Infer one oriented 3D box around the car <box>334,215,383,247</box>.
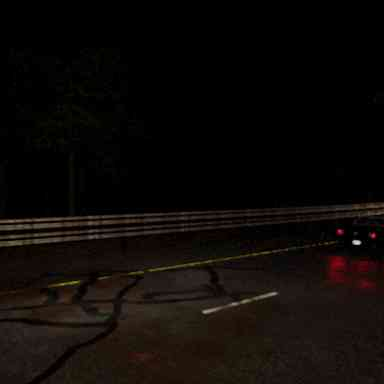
[{"bbox_3d":[8.071,1.625,13.961,4.718,1.301,1.895,0,0,-36],"label":"car"}]
